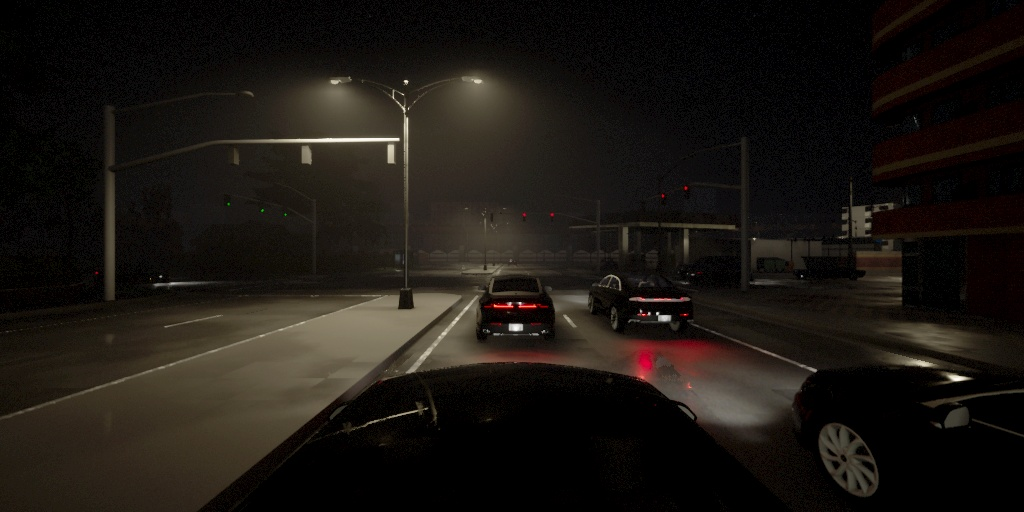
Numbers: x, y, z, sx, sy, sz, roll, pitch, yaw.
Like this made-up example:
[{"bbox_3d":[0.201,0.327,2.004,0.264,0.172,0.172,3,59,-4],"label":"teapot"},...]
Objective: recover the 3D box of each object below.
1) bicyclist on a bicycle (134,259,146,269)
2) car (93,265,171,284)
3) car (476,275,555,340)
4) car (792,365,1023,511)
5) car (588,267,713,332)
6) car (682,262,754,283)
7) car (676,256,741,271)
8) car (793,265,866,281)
[{"bbox_3d":[-38.232,1.081,36.711,0.582,1.620,1.656,0,0,0],"label":"bicyclist on a bicycle"},{"bbox_3d":[-27.764,1.333,26.293,4.181,1.385,1.994,0,0,0],"label":"car"},{"bbox_3d":[0.095,1.261,9.987,1.837,1.490,4.892,0,0,0],"label":"car"},{"bbox_3d":[3.600,1.255,1.435,1.837,1.490,4.892,0,0,0],"label":"car"},{"bbox_3d":[3.601,1.249,10.843,2.128,1.511,4.902,0,0,0],"label":"car"},{"bbox_3d":[15.173,1.333,26.130,4.181,1.385,1.994,0,0,-1],"label":"car"},{"bbox_3d":[16.602,0.994,29.840,5.566,2.045,2.150,0,0,-1],"label":"car"},{"bbox_3d":[26.416,1.373,29.982,4.718,1.301,1.895,0,0,-1],"label":"car"}]
